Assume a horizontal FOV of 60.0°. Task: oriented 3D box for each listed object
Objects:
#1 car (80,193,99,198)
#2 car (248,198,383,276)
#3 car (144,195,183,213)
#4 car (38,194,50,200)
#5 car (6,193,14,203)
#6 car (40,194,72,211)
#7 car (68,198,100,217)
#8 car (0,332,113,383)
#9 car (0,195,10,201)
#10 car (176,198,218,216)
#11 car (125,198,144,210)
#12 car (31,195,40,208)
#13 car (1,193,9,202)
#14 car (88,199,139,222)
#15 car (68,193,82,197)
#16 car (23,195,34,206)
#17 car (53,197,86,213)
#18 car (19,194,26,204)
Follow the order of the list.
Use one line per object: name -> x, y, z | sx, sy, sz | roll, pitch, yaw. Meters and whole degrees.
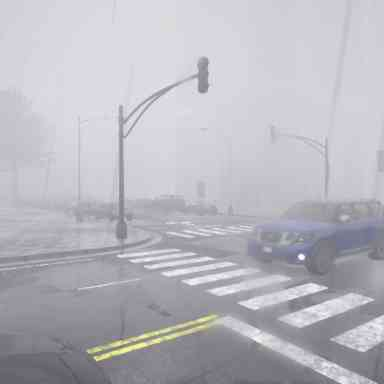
car -> -15.963, 1.365, 53.544 | 1.887, 1.381, 4.507 | 0, 0, -36
car -> 4.310, 1.224, 10.716 | 5.566, 2.045, 2.150 | 0, 0, -36
car -> -2.627, 1.196, 35.354 | 2.192, 1.841, 5.009 | 0, 0, -36
car -> -36.067, 1.288, 80.967 | 1.752, 1.417, 4.829 | 0, 0, -36
car -> -32.845, 1.380, 62.153 | 1.887, 1.381, 4.507 | 0, 0, -36
car -> -16.172, 1.333, 39.412 | 1.967, 1.590, 4.097 | 0, 0, -36
car -> -9.504, 1.492, 30.317 | 1.947, 1.339, 4.313 | 0, 0, -36
car -> -2.723, 1.505, 1.487 | 4.892, 1.490, 1.837 | 0, 0, -37
car -> -42.847, 1.390, 75.797 | 1.802, 1.307, 4.206 | 0, 0, -36
car -> 0.708, 1.482, 30.807 | 1.802, 1.307, 4.206 | 0, 0, -36
car -> -5.961, 1.429, 39.902 | 1.947, 1.339, 4.313 | 0, 0, -36
car -> -19.507, 1.460, 43.961 | 1.802, 1.307, 4.206 | 0, 0, -36
car -> -36.180, 1.140, 66.701 | 2.192, 1.841, 5.009 | 0, 0, -36
car -> -6.169, 1.512, 25.768 | 1.947, 1.339, 4.313 | 0, 0, -36
car -> -19.297, 1.124, 58.091 | 2.192, 1.841, 5.009 | 0, 0, -36
car -> -22.740, 1.391, 48.371 | 1.752, 1.417, 4.829 | 0, 0, -36
car -> -12.838, 1.491, 34.865 | 1.802, 1.307, 4.206 | 0, 0, -36
car -> -26.176, 1.421, 53.057 | 1.947, 1.339, 4.313 | 0, 0, -36
